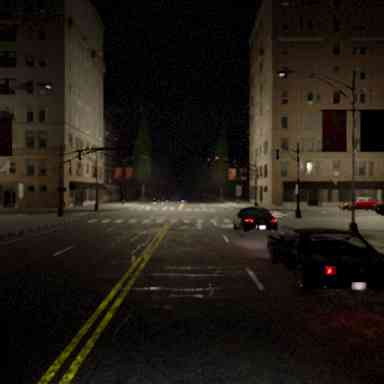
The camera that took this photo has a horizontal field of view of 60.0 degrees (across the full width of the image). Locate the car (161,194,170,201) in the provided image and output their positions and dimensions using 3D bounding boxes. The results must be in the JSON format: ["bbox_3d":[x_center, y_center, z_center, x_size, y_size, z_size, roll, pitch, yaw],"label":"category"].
[{"bbox_3d":[-6.520,1.340,82.113,1.882,1.535,5.008,0,0,0],"label":"car"}]

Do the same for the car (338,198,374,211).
[{"bbox_3d":[18.906,1.368,37.983,4.097,1.590,1.967,0,0,0],"label":"car"}]

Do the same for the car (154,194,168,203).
[{"bbox_3d":[-6.522,1.399,66.612,1.837,1.490,4.892,0,1,0],"label":"car"}]

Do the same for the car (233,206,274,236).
[{"bbox_3d":[3.346,1.502,18.032,1.812,1.442,4.674,0,0,0],"label":"car"}]

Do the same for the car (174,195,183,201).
[{"bbox_3d":[-3.270,1.457,82.084,1.895,1.301,4.718,0,0,0],"label":"car"}]

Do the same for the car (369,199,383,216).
[{"bbox_3d":[18.866,1.539,29.959,4.313,1.339,1.947,0,0,0],"label":"car"}]

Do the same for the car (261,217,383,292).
[{"bbox_3d":[3.346,1.589,8.865,1.895,1.301,4.718,0,0,0],"label":"car"}]

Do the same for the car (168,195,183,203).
[{"bbox_3d":[-3.272,1.377,66.614,1.882,1.535,5.008,0,0,0],"label":"car"}]
